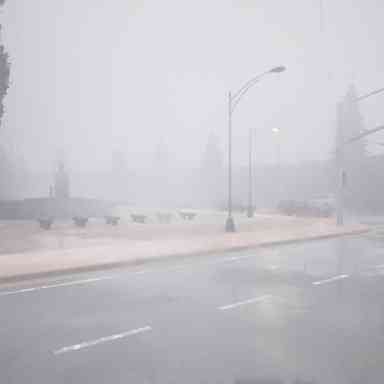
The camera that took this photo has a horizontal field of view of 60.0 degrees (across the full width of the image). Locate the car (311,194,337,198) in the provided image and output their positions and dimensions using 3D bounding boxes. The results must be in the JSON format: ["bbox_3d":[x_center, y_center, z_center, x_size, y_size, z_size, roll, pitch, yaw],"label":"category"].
[{"bbox_3d":[15.825,1.221,41.371,2.150,2.045,5.566,0,0,-36],"label":"car"}]

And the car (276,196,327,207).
[{"bbox_3d":[11.261,1.505,35.295,1.837,1.490,4.892,0,0,-37],"label":"car"}]

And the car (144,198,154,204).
[{"bbox_3d":[-6.346,1.600,60.226,4.718,1.301,1.895,0,0,25],"label":"car"}]

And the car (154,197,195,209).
[{"bbox_3d":[-2.446,1.505,45.447,4.892,1.490,1.837,0,0,37],"label":"car"}]

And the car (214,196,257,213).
[{"bbox_3d":[4.862,1.547,38.142,2.033,1.411,5.357,0,0,-38],"label":"car"}]

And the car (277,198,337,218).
[{"bbox_3d":[10.496,1.525,30.430,1.812,1.442,4.674,0,0,-35],"label":"car"}]

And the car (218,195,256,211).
[{"bbox_3d":[5.660,1.352,42.449,2.097,1.767,4.553,0,0,-42],"label":"car"}]

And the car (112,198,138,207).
[{"bbox_3d":[-10.641,1.600,50.517,4.718,1.301,1.895,0,0,25],"label":"car"}]
